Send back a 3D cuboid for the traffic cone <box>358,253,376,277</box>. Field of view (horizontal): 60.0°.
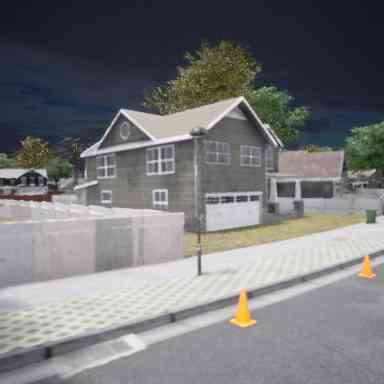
[{"bbox_3d":[4.659,1.928,8.855,0.340,0.580,0.340,0,0,-41],"label":"traffic cone"}]

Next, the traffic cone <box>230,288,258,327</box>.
[{"bbox_3d":[0.893,1.952,5.744,0.340,0.580,0.340,0,0,-38],"label":"traffic cone"}]
